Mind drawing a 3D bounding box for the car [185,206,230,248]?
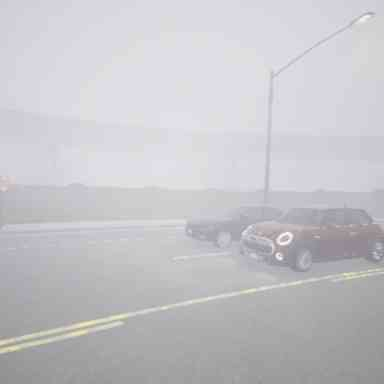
[{"bbox_3d":[2.145,1.214,13.295,5.008,1.535,1.882,1,1,-28],"label":"car"}]

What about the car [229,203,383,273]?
[{"bbox_3d":[3.701,1.199,10.154,4.553,1.767,2.097,1,1,-27],"label":"car"}]
